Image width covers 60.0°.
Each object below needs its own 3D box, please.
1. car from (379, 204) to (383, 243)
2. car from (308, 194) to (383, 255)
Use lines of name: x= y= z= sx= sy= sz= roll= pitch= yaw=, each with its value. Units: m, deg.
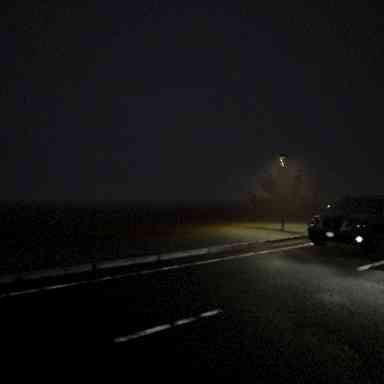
car: x=7.677 y=1.304 z=9.756 sx=4.553 sy=1.767 sz=2.097 roll=0 pitch=1 yaw=-38
car: x=6.984 y=1.128 z=13.335 sx=5.566 sy=2.045 sz=2.150 roll=0 pitch=1 yaw=-38
